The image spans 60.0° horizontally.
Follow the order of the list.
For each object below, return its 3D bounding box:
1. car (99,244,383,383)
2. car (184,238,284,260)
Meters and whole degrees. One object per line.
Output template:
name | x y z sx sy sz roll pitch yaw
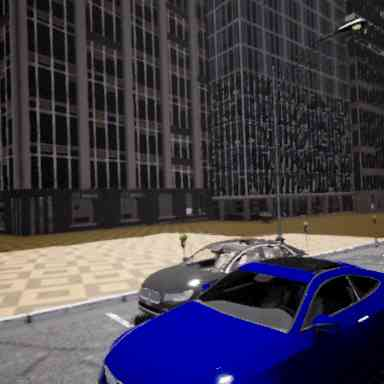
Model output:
car | 1.189 1.641 4.260 4.674 1.442 1.812 0 -2 -38
car | 0.937 1.765 7.356 4.403 1.369 2.008 0 -3 -38
